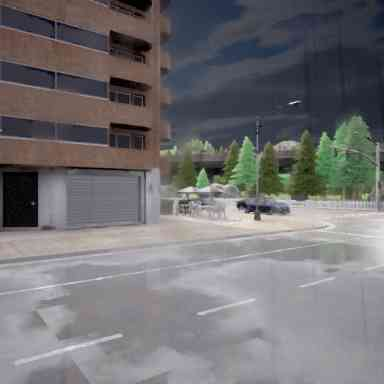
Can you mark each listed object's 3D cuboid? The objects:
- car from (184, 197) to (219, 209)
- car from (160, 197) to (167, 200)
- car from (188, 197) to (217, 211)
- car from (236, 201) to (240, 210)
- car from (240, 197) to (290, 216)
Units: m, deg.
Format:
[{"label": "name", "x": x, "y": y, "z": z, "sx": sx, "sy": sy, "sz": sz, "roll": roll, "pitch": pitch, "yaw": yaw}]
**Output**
[{"label": "car", "x": 1.264, "y": 1.436, "z": 46.190, "sx": 2.128, "sy": 1.511, "sz": 4.902, "roll": 0, "pitch": 0, "yaw": -41}, {"label": "car", "x": -5.248, "y": 1.297, "z": 47.869, "sx": 4.553, "sy": 1.767, "sz": 2.097, "roll": 0, "pitch": 0, "yaw": 36}, {"label": "car", "x": 1.677, "y": 1.450, "z": 40.130, "sx": 1.837, "sy": 1.490, "sz": 4.892, "roll": 0, "pitch": 0, "yaw": -37}, {"label": "car", "x": 7.304, "y": 1.422, "z": 38.392, "sx": 1.882, "sy": 1.535, "sz": 5.008, "roll": 0, "pitch": 0, "yaw": -36}, {"label": "car", "x": 7.316, "y": 1.296, "z": 32.422, "sx": 2.097, "sy": 1.767, "sz": 4.553, "roll": 0, "pitch": 0, "yaw": -36}]
